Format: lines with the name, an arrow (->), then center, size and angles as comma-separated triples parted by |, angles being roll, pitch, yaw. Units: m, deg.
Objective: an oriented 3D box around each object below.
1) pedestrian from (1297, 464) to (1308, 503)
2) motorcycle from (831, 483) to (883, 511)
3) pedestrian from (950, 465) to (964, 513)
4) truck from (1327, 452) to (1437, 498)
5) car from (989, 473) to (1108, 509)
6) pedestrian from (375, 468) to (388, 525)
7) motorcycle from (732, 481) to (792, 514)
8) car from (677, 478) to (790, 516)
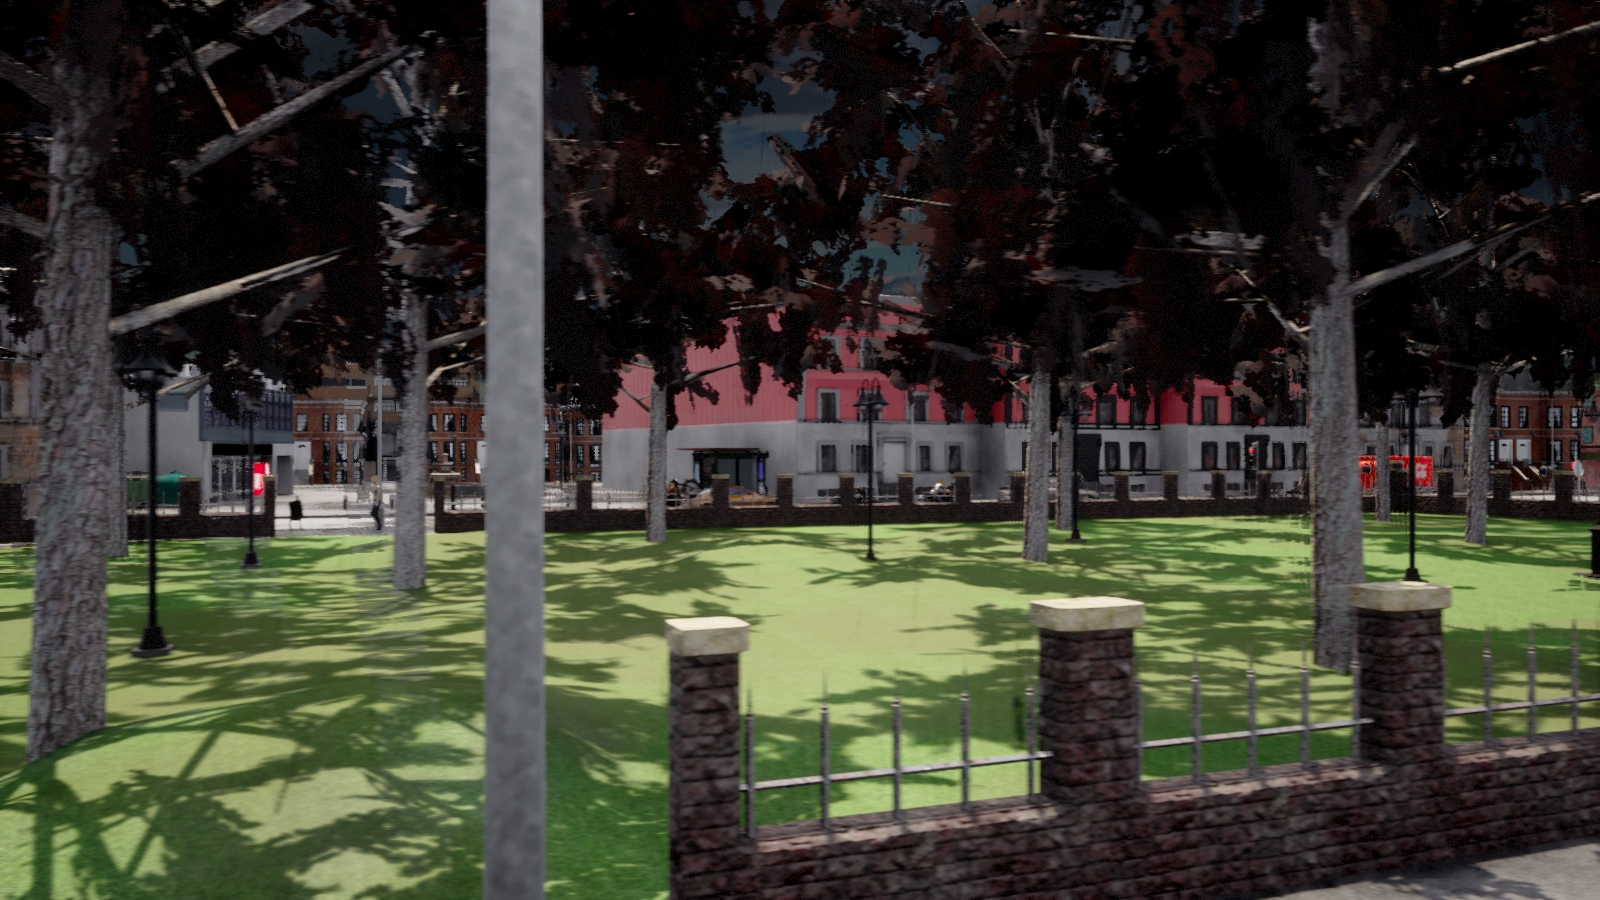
pedestrian -> 24.128, 1.627, 54.894 | 0.375, 1.860, 0.375 | 0, 0, 42
motorcycle -> 2.428, 1.992, 48.651 | 2.033, 1.145, 0.803 | 0, 0, -20
pedestrian -> 6.166, 1.525, 44.872 | 0.375, 1.860, 0.375 | 0, 0, -20
truck -> 32.469, 1.345, 63.778 | 5.204, 2.467, 2.627 | 0, 0, -20
car -> 11.276, 1.826, 51.825 | 4.902, 1.511, 2.128 | 0, 0, -20
pedestrian -> -13.837, 1.523, 37.771 | 0.375, 1.860, 0.375 | 0, 0, -17
motorcycle -> -1.578, 1.949, 47.188 | 2.356, 1.277, 0.764 | 0, 0, -20
car -> -2.733, 1.910, 46.767 | 4.181, 1.385, 1.994 | -1, 0, -19
